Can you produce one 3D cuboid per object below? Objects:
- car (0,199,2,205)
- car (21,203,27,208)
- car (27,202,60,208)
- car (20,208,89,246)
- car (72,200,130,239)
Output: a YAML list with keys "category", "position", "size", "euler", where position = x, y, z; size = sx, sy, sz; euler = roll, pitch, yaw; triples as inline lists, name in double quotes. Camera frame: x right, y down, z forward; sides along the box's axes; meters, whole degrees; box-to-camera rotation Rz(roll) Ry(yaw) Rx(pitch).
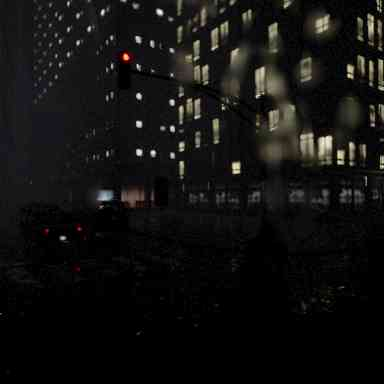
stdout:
- category: "car"
  position: [-34.399, 1.628, 58.127]
  size: [1.887, 1.381, 4.507]
  euler: [2, -1, -36]
- category: "car"
  position: [-14.837, 1.623, 31.192]
  size: [1.947, 1.339, 4.313]
  euler: [1, -1, -36]
- category: "car"
  position: [-11.576, 1.618, 26.703]
  size: [1.947, 1.339, 4.313]
  euler: [1, -1, -36]
- category: "car"
  position: [-6.727, 1.632, 15.713]
  size: [1.895, 1.301, 4.718]
  euler: [0, 0, -37]
- category: "car"
  position: [-5.051, 1.354, 17.728]
  size: [2.192, 1.841, 5.009]
  euler: [1, -1, -36]
